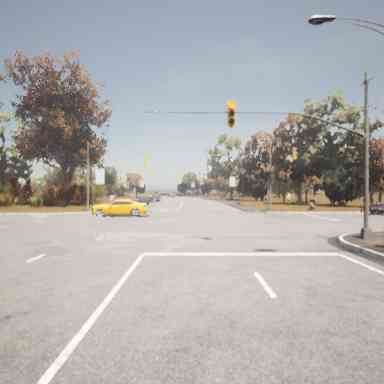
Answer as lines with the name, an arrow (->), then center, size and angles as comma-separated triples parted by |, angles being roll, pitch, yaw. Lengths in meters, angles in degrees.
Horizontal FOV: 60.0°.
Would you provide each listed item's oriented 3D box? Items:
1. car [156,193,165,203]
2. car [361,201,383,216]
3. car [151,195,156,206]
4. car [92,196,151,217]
car -> -7.204, 1.311, 66.494 | 2.128, 1.511, 4.902 | 0, 0, -1
car -> 18.949, 1.489, 31.419 | 5.357, 1.411, 2.033 | 0, 0, -3
car -> -7.093, 1.376, 50.777 | 1.882, 1.535, 5.008 | 0, 0, 0
car -> -6.470, 1.424, 29.989 | 5.008, 1.535, 1.882 | 0, 0, -3
